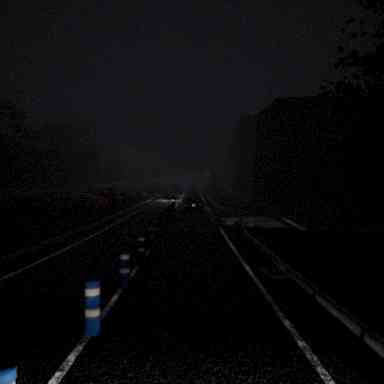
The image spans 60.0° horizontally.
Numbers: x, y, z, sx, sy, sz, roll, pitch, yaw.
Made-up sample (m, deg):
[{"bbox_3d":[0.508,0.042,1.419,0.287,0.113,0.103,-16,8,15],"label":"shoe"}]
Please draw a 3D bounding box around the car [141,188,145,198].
[{"bbox_3d":[-9.851,0.499,49.303,4.792,1.488,2.163,0,2,1],"label":"car"}]

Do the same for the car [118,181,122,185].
[{"bbox_3d":[-22.557,-1.551,91.111,4.792,1.488,2.163,0,3,1],"label":"car"}]

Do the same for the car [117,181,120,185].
[{"bbox_3d":[-22.560,-1.429,88.330,4.892,1.521,2.231,0,3,1],"label":"car"}]

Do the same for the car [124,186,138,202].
[{"bbox_3d":[-9.841,0.508,43.726,4.553,1.767,2.185,0,2,1],"label":"car"}]

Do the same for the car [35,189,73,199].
[{"bbox_3d":[-22.668,0.265,54.809,5.366,1.575,1.946,0,2,1],"label":"car"}]

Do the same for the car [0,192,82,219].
[{"bbox_3d":[-10.042,0.949,21.438,4.792,1.488,2.163,0,0,1],"label":"car"}]

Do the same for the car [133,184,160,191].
[{"bbox_3d":[-9.645,-0.335,68.792,4.674,1.452,2.002,0,3,1],"label":"car"}]

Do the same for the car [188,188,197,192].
[{"bbox_3d":[0.083,0.554,46.879,2.033,1.411,5.357,0,2,0],"label":"car"}]

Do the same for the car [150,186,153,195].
[{"bbox_3d":[-9.750,0.197,57.653,4.674,1.452,2.002,0,3,1],"label":"car"}]

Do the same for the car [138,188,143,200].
[{"bbox_3d":[-9.818,0.585,46.516,4.792,1.488,2.163,0,2,1],"label":"car"}]

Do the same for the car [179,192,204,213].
[{"bbox_3d":[0.094,1.058,29.651,2.033,1.411,5.357,0,1,0],"label":"car"}]

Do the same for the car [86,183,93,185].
[{"bbox_3d":[-22.785,-0.356,65.953,4.553,1.767,2.185,0,3,1],"label":"car"}]

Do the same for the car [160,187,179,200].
[{"bbox_3d":[-3.341,0.392,50.944,1.812,1.442,4.674,0,2,0],"label":"car"}]

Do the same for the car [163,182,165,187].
[{"bbox_3d":[-9.518,-1.091,79.774,4.553,1.767,2.185,0,3,1],"label":"car"}]

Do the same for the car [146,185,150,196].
[{"bbox_3d":[-9.804,0.145,54.862,4.553,1.767,2.185,0,2,1],"label":"car"}]

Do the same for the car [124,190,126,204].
[{"bbox_3d":[-9.940,0.813,35.370,4.892,1.521,2.231,0,1,1],"label":"car"}]

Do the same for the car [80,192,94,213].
[{"bbox_3d":[-10.075,0.938,24.223,4.792,1.488,2.163,0,0,1],"label":"car"}]

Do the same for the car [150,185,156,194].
[{"bbox_3d":[-9.716,0.036,60.438,5.008,1.535,2.097,0,3,0],"label":"car"}]

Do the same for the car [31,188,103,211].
[{"bbox_3d":[-10.052,0.771,27.008,4.553,1.767,2.185,0,0,1],"label":"car"}]

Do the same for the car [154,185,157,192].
[{"bbox_3d":[-9.692,-0.093,63.224,5.008,1.535,2.097,0,3,1],"label":"car"}]

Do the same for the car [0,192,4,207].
[{"bbox_3d":[-23.212,0.801,35.431,5.366,1.575,1.946,0,1,1],"label":"car"}]

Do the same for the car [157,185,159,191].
[{"bbox_3d":[-9.643,-0.200,66.009,4.792,1.488,2.163,0,3,1],"label":"car"}]

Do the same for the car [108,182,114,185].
[{"bbox_3d":[-22.606,-1.089,82.770,4.674,1.452,2.002,0,3,1],"label":"car"}]

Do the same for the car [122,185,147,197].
[{"bbox_3d":[-9.828,0.249,52.083,4.553,1.767,2.185,0,2,1],"label":"car"}]

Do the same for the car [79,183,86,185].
[{"bbox_3d":[-22.832,-0.216,60.373,5.566,2.045,2.435,0,3,1],"label":"car"}]

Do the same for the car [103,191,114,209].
[{"bbox_3d":[-9.991,0.878,29.787,5.008,1.535,2.097,0,1,1],"label":"car"}]

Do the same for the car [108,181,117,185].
[{"bbox_3d":[-22.583,-1.280,85.549,5.008,1.535,2.097,0,3,1],"label":"car"}]

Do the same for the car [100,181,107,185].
[{"bbox_3d":[-22.649,-0.931,74.412,5.566,2.045,2.435,0,3,1],"label":"car"}]

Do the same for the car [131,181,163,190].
[{"bbox_3d":[-9.651,-0.775,71.555,5.566,2.045,2.435,0,3,1],"label":"car"}]

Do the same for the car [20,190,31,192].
[{"bbox_3d":[-22.973,0.698,40.875,5.008,1.535,2.097,0,1,1],"label":"car"}]

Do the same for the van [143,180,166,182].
[{"bbox_3d":[-9.615,-1.498,85.453,4.442,1.987,1.878,0,3,1],"label":"van"}]

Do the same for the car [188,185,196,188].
[{"bbox_3d":[0.020,-1.094,81.375,1.882,1.535,5.008,0,3,0],"label":"car"}]

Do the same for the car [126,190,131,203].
[{"bbox_3d":[-9.893,0.794,38.149,4.792,1.488,2.163,0,1,1],"label":"car"}]

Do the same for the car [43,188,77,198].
[{"bbox_3d":[-22.834,0.155,57.598,5.008,1.535,2.097,0,2,1],"label":"car"}]

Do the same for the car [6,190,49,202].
[{"bbox_3d":[-22.921,0.549,46.581,4.892,1.521,2.231,0,2,1],"label":"car"}]

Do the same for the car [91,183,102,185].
[{"bbox_3d":[-22.888,-0.534,71.647,5.366,1.575,1.946,0,3,1],"label":"car"}]

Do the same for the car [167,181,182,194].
[{"bbox_3d":[-3.264,-0.589,66.860,2.150,2.045,5.566,0,3,0],"label":"car"}]

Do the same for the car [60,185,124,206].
[{"bbox_3d":[-10.000,0.599,32.578,5.566,2.045,2.435,0,1,1],"label":"car"}]
